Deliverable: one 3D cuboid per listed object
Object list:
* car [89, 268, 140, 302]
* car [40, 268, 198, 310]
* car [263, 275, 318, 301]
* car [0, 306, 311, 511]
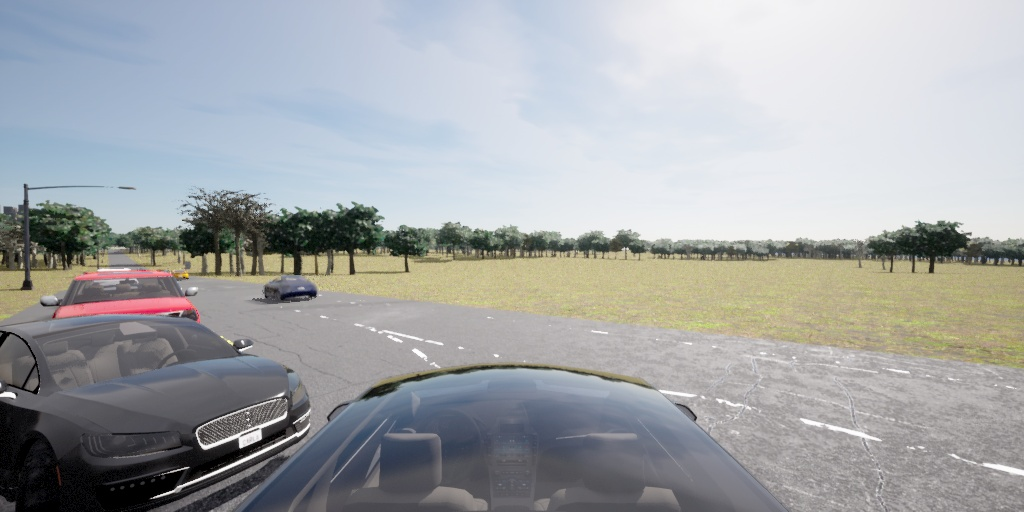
[{"bbox_3d":[-27.747,1.888,25.037,5.566,2.045,2.150,-2,0,42],"label":"car"},{"bbox_3d":[-9.365,1.385,8.720,5.566,2.045,2.150,-2,0,42],"label":"car"},{"bbox_3d":[-13.512,1.869,21.761,4.181,1.385,1.994,-2,0,42],"label":"car"},{"bbox_3d":[-4.513,1.445,4.013,4.892,1.490,1.837,-3,-3,22],"label":"car"}]
